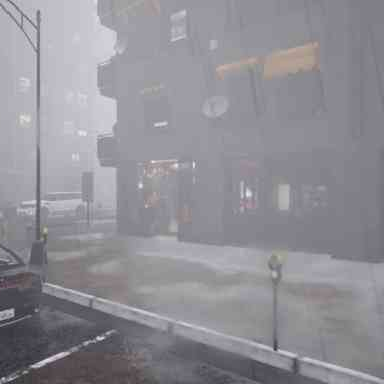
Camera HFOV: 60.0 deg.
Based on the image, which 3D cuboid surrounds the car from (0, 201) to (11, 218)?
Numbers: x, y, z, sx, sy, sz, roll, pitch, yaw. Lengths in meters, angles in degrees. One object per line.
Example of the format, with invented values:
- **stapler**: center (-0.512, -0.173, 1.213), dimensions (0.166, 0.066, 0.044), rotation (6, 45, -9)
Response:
- **car**: center (-13.991, 1.350, 26.132), dimensions (2.008, 1.369, 4.403), rotation (1, 1, 35)

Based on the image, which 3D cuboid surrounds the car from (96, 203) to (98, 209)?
- **car**: center (-10.889, 1.250, 30.549), dimensions (1.752, 1.417, 4.829), rotation (1, 1, 35)

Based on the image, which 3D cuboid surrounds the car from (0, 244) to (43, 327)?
- **car**: center (-4.485, 1.551, 6.095), dimensions (4.403, 1.369, 2.008), rotation (0, 0, 36)

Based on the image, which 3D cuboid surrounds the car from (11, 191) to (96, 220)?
- **car**: center (-10.741, 0.994, 26.274), dimensions (2.150, 2.045, 5.566), rotation (0, 1, 35)
